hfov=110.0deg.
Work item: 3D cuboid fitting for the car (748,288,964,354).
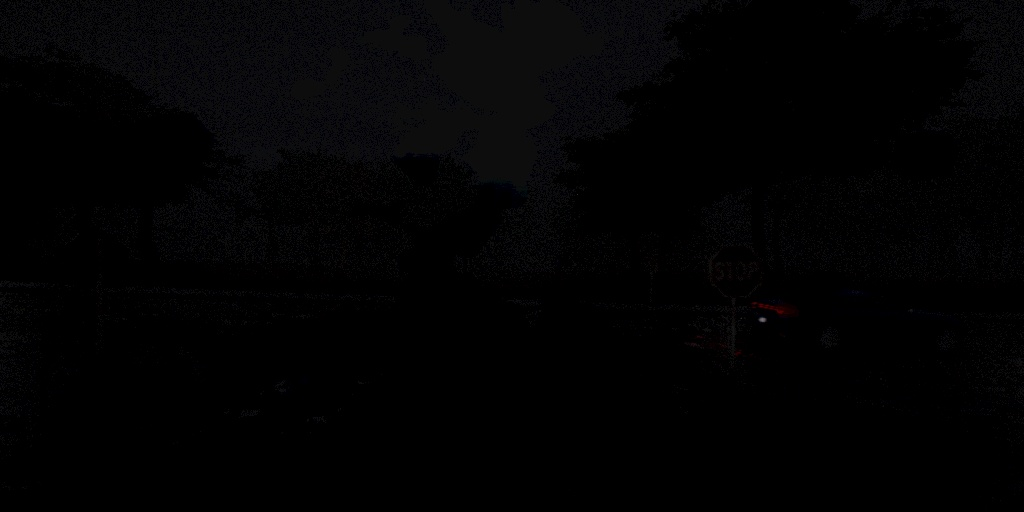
[{"bbox_3d":[9.365,1.674,9.944,5.008,1.535,1.882,2,0,-1],"label":"car"}]
